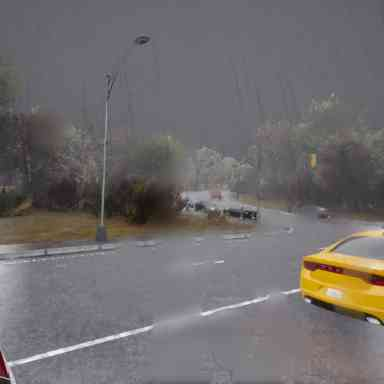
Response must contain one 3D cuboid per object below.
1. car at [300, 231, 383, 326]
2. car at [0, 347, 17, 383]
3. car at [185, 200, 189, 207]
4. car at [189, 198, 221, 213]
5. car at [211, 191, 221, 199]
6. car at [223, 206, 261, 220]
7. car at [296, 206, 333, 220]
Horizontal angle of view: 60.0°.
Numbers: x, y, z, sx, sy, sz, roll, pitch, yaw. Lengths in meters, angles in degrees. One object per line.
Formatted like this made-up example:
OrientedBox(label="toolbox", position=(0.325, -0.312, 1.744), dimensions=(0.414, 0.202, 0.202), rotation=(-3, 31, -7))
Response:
OrientedBox(label="car", position=(4.352, 1.542, 6.855), dimensions=(5.008, 1.535, 1.882), rotation=(1, -1, -35))
OrientedBox(label="car", position=(-3.240, 1.353, 1.440), dimensions=(4.553, 1.767, 2.097), rotation=(0, 0, -35))
OrientedBox(label="car", position=(-1.046, 1.726, 52.688), dimensions=(1.994, 1.385, 4.181), rotation=(2, 1, -14))
OrientedBox(label="car", position=(1.773, 1.926, 43.099), dimensions=(2.128, 1.511, 4.902), rotation=(2, 0, -19))
OrientedBox(label="car", position=(5.737, 0.741, 78.963), dimensions=(2.150, 2.045, 5.566), rotation=(2, 2, -1))
OrientedBox(label="car", position=(5.105, 2.147, 34.294), dimensions=(1.895, 1.301, 4.718), rotation=(3, -1, -22))
OrientedBox(label="car", position=(14.459, 2.491, 39.610), dimensions=(1.837, 1.490, 4.892), rotation=(2, 0, -23))
